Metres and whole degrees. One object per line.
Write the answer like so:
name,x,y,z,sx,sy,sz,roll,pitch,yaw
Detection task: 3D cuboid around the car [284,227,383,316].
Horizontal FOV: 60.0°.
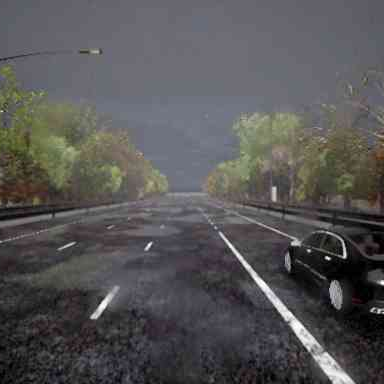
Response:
car,3.555,1.563,7.599,1.837,1.490,4.892,0,-1,-1
